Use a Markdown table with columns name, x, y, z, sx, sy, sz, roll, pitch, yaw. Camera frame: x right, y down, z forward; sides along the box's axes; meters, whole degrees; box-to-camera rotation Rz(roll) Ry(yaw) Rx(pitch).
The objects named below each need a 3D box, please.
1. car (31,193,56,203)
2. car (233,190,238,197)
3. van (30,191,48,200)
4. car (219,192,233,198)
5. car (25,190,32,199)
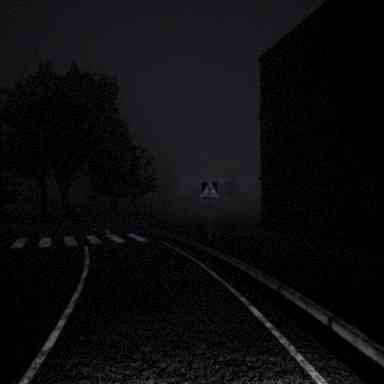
| name | x | y | z | sx | sy | sz | roll | pitch | yaw |
| --- | --- | --- | --- | --- | --- | --- | --- | --- | --- |
| car | -35.450 | 1.753 | 80.477 | 2.097 | 1.535 | 5.008 | 4 | 2 | 35 |
| car | 9.665 | 0.803 | 94.135 | 4.892 | 1.521 | 2.231 | -3 | 2 | 15 |
| van | -37.096 | 1.349 | 83.015 | 1.878 | 1.987 | 4.442 | 4 | 2 | 35 |
| car | 7.945 | 1.000 | 91.726 | 4.792 | 1.488 | 2.163 | -3 | 2 | 16 |
| car | -38.897 | 1.146 | 85.336 | 2.435 | 2.045 | 5.566 | 5 | 3 | 35 |
